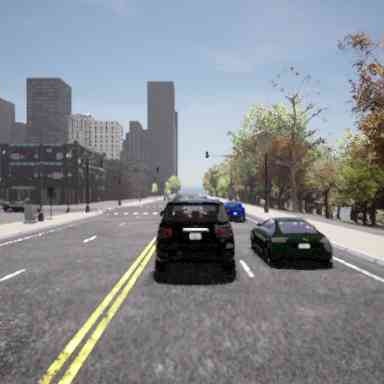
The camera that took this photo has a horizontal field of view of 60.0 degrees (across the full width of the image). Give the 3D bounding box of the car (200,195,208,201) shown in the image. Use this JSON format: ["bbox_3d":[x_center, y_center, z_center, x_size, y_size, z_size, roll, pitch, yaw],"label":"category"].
[{"bbox_3d":[3.105,1.548,88.070,2.033,1.411,5.357,0,0,0],"label":"car"}]

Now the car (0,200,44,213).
[{"bbox_3d":[-20.018,1.861,39.679,4.313,1.339,1.947,-1,1,0],"label":"car"}]

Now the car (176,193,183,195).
[{"bbox_3d":[-3.395,1.297,88.256,2.150,2.045,5.566,0,0,0],"label":"car"}]

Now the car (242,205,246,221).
[{"bbox_3d":[3.307,1.503,27.941,1.882,1.535,5.008,0,0,0],"label":"car"}]

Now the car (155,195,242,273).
[{"bbox_3d":[0.084,1.227,10.918,2.150,2.045,5.566,0,-1,0],"label":"car"}]

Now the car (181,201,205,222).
[{"bbox_3d":[0.056,1.552,27.789,1.812,1.442,4.674,0,0,0],"label":"car"}]

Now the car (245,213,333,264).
[{"bbox_3d":[3.331,1.575,11.871,1.994,1.385,4.181,0,0,0],"label":"car"}]

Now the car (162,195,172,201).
[{"bbox_3d":[-6.645,1.599,88.281,2.128,1.511,4.902,0,0,0],"label":"car"}]
